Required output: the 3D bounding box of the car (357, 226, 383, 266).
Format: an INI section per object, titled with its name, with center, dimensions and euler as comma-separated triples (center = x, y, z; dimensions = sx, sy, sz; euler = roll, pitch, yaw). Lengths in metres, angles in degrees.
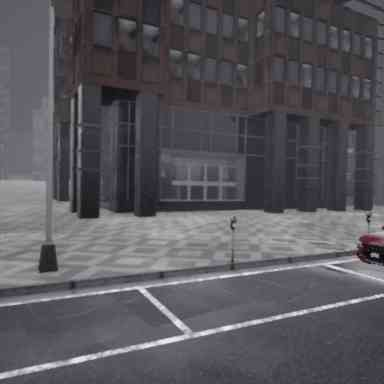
[car]
center = 6.835, 1.435, 9.774
dimensions = 4.507, 1.381, 1.887
euler = 0, 2, -27
